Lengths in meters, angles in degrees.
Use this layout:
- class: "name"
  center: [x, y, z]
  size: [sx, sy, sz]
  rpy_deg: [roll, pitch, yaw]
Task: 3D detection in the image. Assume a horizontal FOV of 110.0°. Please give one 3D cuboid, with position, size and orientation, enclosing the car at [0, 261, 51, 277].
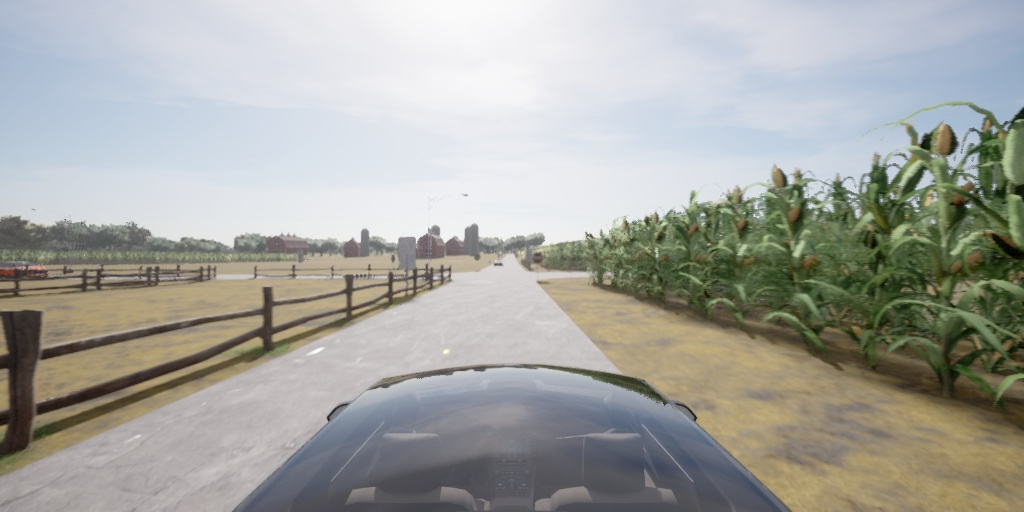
- class: "car"
  center: [-51.920, 1.399, 37.841]
  size: [4.553, 1.767, 2.097]
  rpy_deg: [0, 1, 0]
